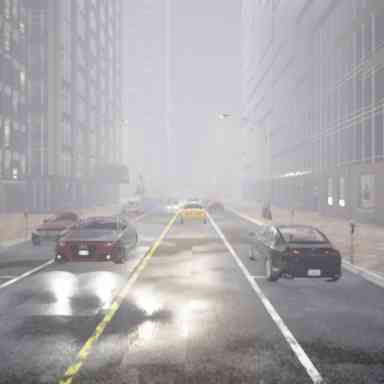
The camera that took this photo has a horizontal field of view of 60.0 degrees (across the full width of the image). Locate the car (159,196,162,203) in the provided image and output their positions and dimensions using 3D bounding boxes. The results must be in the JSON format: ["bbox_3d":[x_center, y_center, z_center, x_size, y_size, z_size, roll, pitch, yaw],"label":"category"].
[{"bbox_3d":[-5.675,1.426,60.731,1.802,1.307,4.206,0,0,0],"label":"car"}]

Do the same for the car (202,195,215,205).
[{"bbox_3d":[2.705,1.301,55.033,1.967,1.590,4.097,0,0,0],"label":"car"}]

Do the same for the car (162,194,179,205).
[{"bbox_3d":[-3.060,1.357,53.301,2.128,1.511,4.902,0,0,0],"label":"car"}]

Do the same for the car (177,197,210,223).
[{"bbox_3d":[0.107,1.400,24.678,1.801,1.575,5.366,0,0,0],"label":"car"}]

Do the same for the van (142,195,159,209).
[{"bbox_3d":[-5.679,1.233,43.653,1.690,1.788,3.998,0,0,0],"label":"van"}]

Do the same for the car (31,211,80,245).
[{"bbox_3d":[-5.687,1.550,15.192,1.802,1.307,4.206,0,0,0],"label":"car"}]

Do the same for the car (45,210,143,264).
[{"bbox_3d":[-3.097,1.541,11.498,1.994,1.385,4.181,0,0,0],"label":"car"}]

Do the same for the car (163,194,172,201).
[{"bbox_3d":[-5.669,1.220,77.811,1.967,1.590,4.097,0,0,0],"label":"car"}]

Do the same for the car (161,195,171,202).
[{"bbox_3d":[-5.671,1.386,72.119,1.802,1.307,4.206,0,0,0],"label":"car"}]

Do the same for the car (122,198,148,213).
[{"bbox_3d":[-5.682,1.504,32.270,1.802,1.307,4.206,0,0,0],"label":"car"}]

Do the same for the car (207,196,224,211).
[{"bbox_3d":[2.700,1.489,37.957,1.802,1.307,4.206,0,0,0],"label":"car"}]

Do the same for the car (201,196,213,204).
[{"bbox_3d":[2.706,1.395,60.727,2.008,1.369,4.403,0,0,0],"label":"car"}]

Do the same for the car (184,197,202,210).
[{"bbox_3d":[0.112,1.443,42.115,2.033,1.411,5.357,0,0,0],"label":"car"}]

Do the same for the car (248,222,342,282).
[{"bbox_3d":[2.692,1.533,9.494,2.008,1.369,4.403,0,0,0],"label":"car"}]
